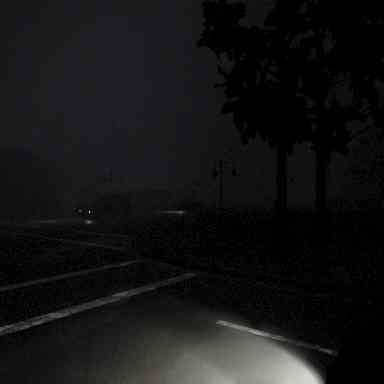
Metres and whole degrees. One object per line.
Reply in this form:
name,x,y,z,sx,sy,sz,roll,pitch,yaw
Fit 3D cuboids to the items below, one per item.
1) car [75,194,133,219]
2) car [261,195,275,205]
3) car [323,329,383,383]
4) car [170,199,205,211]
car,-7.765,1.222,30.031,2.150,2.045,5.566,0,0,35
car,13.856,1.347,60.760,2.097,1.767,4.553,0,0,7
car,2.915,1.564,1.894,4.181,1.385,1.994,0,0,36
car,-0.422,1.546,40.860,2.033,1.411,5.357,0,0,34
